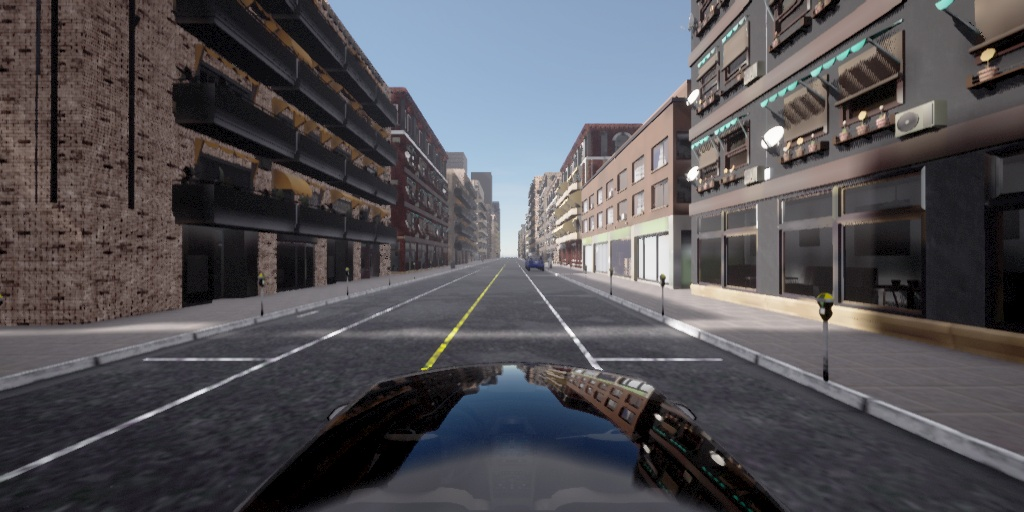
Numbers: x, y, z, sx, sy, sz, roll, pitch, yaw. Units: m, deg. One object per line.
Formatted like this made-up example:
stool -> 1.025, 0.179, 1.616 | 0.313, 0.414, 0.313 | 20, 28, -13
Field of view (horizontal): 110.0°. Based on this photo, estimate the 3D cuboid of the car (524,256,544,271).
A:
car -> 3.106, 0.954, 48.065 | 2.150, 2.045, 5.566 | 0, 0, 0
